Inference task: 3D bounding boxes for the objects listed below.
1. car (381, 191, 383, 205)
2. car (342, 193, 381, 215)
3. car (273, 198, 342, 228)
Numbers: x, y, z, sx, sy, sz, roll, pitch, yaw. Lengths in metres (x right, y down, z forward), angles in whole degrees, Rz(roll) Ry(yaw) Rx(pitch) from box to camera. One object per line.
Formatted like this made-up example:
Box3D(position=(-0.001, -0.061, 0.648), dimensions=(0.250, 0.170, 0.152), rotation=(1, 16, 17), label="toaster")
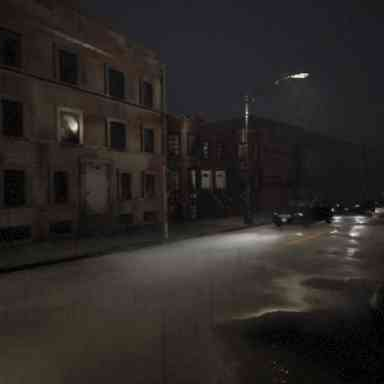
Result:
Box3D(position=(19.594, 0.595, 32.968), dimensions=(1.882, 1.535, 5.008), rotation=(0, 1, 43), label="car")
Box3D(position=(12.597, 0.897, 25.455), dimensions=(1.812, 1.442, 4.674), rotation=(0, 1, 43), label="car")
Box3D(position=(6.324, 1.090, 18.698), dimensions=(2.128, 1.511, 4.902), rotation=(0, 1, 43), label="car")
